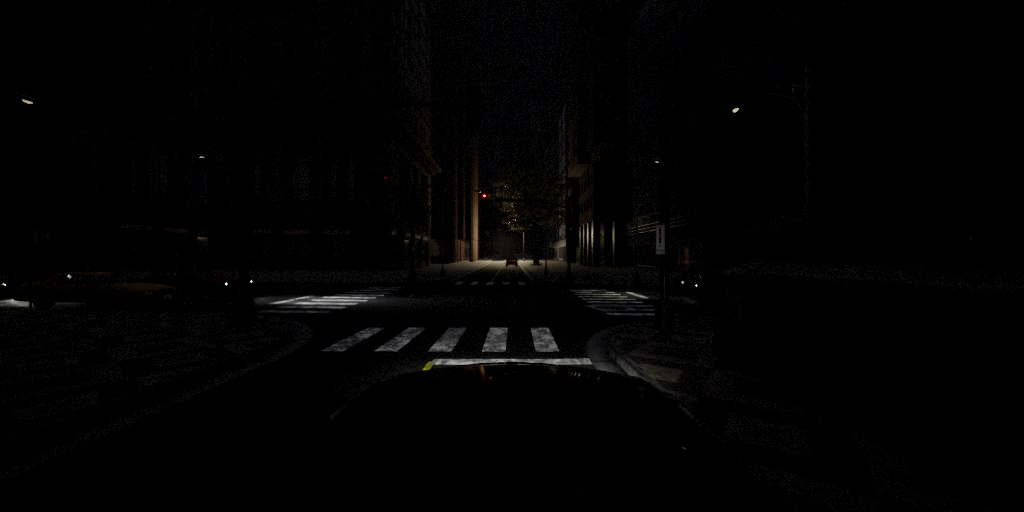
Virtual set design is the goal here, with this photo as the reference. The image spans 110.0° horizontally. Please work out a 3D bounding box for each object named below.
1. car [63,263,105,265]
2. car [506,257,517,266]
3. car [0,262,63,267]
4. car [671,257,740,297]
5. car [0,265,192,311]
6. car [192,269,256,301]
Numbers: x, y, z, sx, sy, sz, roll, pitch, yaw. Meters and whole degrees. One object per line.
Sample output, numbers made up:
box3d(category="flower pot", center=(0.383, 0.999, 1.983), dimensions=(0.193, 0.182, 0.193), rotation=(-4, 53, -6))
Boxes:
box3d(category="car", center=(-26.358, 1.065, 21.645), dimensions=(4.313, 1.339, 1.948), rotation=(0, 0, 0))
box3d(category="car", center=(-0.049, 0.968, 60.983), dimensions=(1.837, 1.490, 4.892), rotation=(0, -1, 0))
box3d(category="car", center=(-23.846, 1.076, 15.774), dimensions=(5.357, 1.411, 2.033), rotation=(1, 0, 0))
box3d(category="car", center=(11.745, 1.051, 18.856), dimensions=(5.566, 2.045, 2.150), rotation=(0, 0, 0))
box3d(category="car", center=(-14.965, 1.146, 13.083), dimensions=(4.829, 1.417, 1.751), rotation=(0, 0, 0))
box3d(category="car", center=(-14.103, 1.231, 15.741), dimensions=(4.718, 1.301, 1.895), rotation=(1, 0, 0))
